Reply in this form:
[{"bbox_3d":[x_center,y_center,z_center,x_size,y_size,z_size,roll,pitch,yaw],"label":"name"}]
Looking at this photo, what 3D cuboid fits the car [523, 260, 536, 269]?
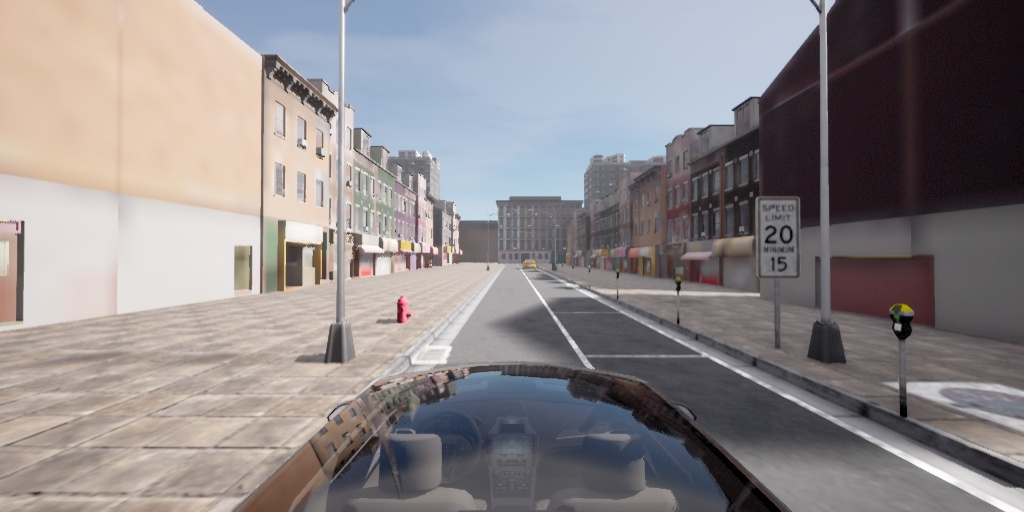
[{"bbox_3d":[2.750,1.305,57.429,1.882,1.535,5.008,0,0,0],"label":"car"}]
